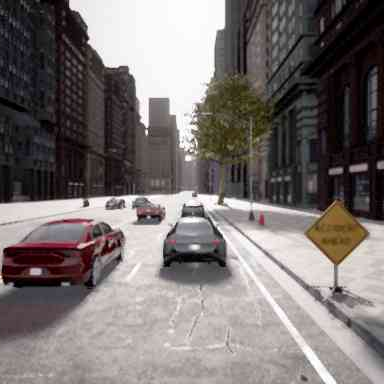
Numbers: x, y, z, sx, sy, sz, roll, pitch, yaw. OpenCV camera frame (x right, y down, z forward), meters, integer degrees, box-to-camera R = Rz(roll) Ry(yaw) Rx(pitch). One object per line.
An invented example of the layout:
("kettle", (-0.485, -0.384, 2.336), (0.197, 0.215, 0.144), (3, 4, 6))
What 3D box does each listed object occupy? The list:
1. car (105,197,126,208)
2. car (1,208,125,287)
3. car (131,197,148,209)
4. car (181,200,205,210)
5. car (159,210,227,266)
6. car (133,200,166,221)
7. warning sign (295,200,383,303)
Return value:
("car", (-9.832, 1.402, 42.914), (2.128, 1.511, 4.902), (0, 0, 0))
("car", (-3.178, 1.457, 9.268), (1.882, 1.535, 5.008), (0, 0, 0))
("car", (-6.583, 1.417, 42.970), (1.837, 1.490, 4.892), (0, 0, 0))
("car", (0.091, 1.431, 28.224), (2.128, 1.511, 4.902), (0, 0, 0))
("car", (0.083, 1.538, 11.500), (1.994, 1.385, 4.181), (0, 0, 0))
("car", (-3.163, 1.543, 26.626), (1.895, 1.301, 4.718), (0, 0, 0))
("warning sign", (2.854, 1.100, 6.595), (1.300, 1.860, 1.060), (0, 0, 0))
